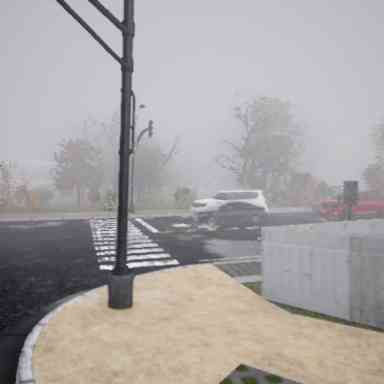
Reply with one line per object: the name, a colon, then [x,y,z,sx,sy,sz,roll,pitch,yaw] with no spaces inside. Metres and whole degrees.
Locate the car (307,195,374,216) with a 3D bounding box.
car: [12.160,1.053,27.283,5.008,1.535,1.882,0,2,-19]

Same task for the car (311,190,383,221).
car: [11.595,0.919,23.660,5.566,2.045,2.150,0,2,-19]

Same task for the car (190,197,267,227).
car: [2.387,1.292,20.597,4.674,1.442,1.812,0,2,-17]

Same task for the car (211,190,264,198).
car: [2.682,0.868,24.101,5.566,2.045,2.150,0,2,-19]
